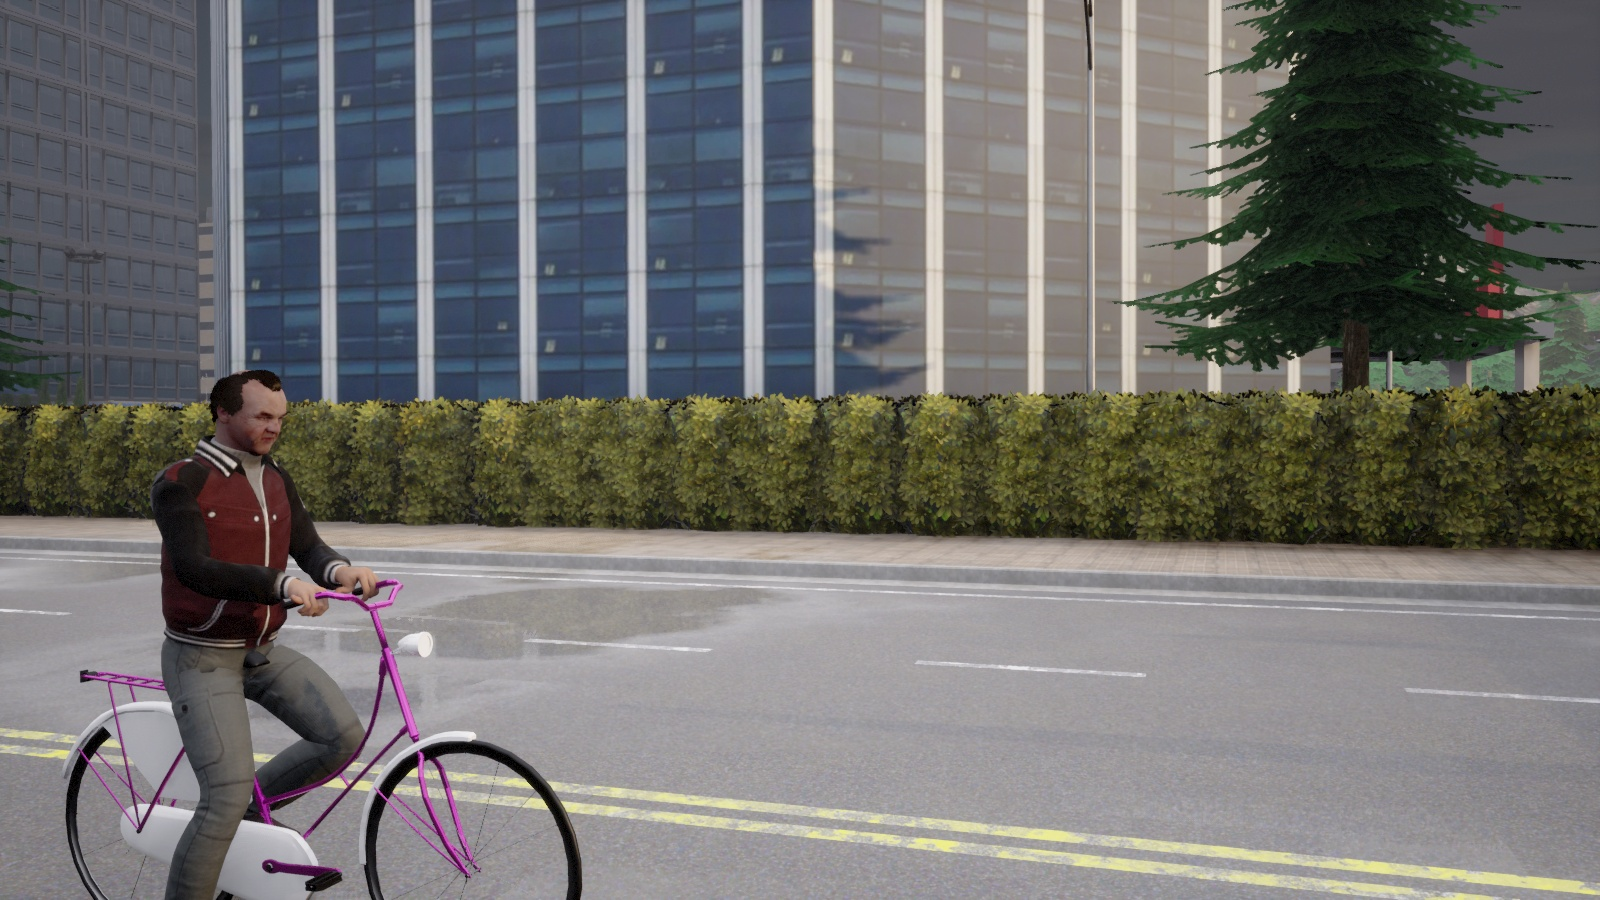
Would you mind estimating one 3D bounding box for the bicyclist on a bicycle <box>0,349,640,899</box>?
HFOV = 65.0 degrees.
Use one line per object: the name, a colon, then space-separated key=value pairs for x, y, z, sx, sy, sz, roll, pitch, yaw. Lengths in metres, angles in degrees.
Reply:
bicyclist on a bicycle: x=-1.451 y=0.633 z=3.680 sx=1.843 sy=1.776 sz=0.659 roll=0 pitch=1 yaw=19
